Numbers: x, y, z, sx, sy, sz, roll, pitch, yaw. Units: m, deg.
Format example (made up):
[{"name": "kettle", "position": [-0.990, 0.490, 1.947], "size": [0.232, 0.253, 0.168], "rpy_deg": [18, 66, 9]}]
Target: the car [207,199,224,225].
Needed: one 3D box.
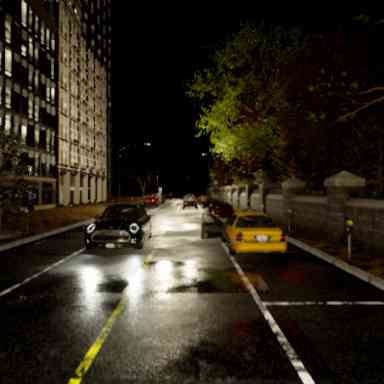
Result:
[{"name": "car", "position": [2.400, 1.494, 25.956], "size": [1.802, 1.307, 4.206], "rpy_deg": [0, 0, -1]}]

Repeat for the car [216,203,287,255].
[{"name": "car", "position": [2.173, 1.413, 12.963], "size": [1.801, 1.575, 5.366], "rpy_deg": [0, 0, 0]}]

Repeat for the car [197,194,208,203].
[{"name": "car", "position": [2.052, 1.209, 64.803], "size": [1.967, 1.590, 4.097], "rpy_deg": [0, 0, -1]}]

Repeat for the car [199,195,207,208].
[{"name": "car", "position": [2.251, 1.419, 42.605], "size": [1.947, 1.339, 4.313], "rpy_deg": [0, 0, -1]}]

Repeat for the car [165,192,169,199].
[{"name": "car", "position": [-5.971, 1.296, 64.634], "size": [1.752, 1.417, 4.829], "rpy_deg": [0, 0, -1]}]

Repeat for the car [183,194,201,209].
[{"name": "car", "position": [-0.236, 1.398, 43.385], "size": [2.033, 1.411, 5.357], "rpy_deg": [0, 0, 0]}]

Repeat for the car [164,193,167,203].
[{"name": "car", "position": [-5.924, 1.373, 59.264], "size": [1.802, 1.307, 4.206], "rpy_deg": [0, 0, -1]}]

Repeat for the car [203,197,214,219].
[{"name": "car", "position": [2.350, 1.459, 31.506], "size": [1.947, 1.339, 4.313], "rpy_deg": [0, 0, -1]}]

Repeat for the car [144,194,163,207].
[{"name": "car", "position": [-5.824, 1.149, 48.182], "size": [2.192, 1.841, 5.009], "rpy_deg": [0, 0, -1]}]

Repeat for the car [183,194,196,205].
[{"name": "car", "position": [-0.422, 1.159, 55.093], "size": [2.097, 1.767, 4.553], "rpy_deg": [0, 0, -1]}]

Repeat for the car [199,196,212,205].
[{"name": "car", "position": [2.152, 1.394, 53.704], "size": [1.802, 1.307, 4.206], "rpy_deg": [0, 0, -1]}]

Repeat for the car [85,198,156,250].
[{"name": "car", "position": [-2.914, 1.306, 14.026], "size": [2.097, 1.767, 4.553], "rpy_deg": [0, 0, 0]}]

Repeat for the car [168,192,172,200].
[{"name": "car", "position": [-5.977, 1.020, 81.426], "size": [2.192, 1.841, 5.009], "rpy_deg": [0, 0, -1]}]
